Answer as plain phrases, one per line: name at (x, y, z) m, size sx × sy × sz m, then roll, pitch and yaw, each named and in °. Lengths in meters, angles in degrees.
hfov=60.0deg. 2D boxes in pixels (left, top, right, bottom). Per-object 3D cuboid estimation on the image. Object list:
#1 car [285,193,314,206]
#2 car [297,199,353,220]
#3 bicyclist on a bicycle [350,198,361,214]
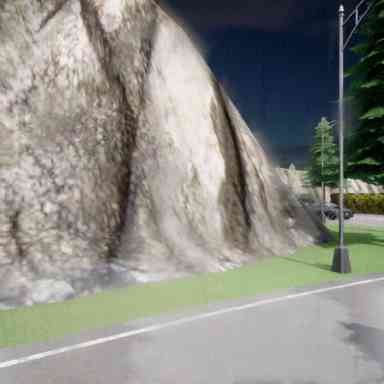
car at (18.071, 1.206, 55.608) m, size 5.566 × 2.045 × 2.150 m, roll 0°, pitch 0°, yaw -31°
car at (11.298, 1.564, 27.960) m, size 1.994 × 1.385 × 4.181 m, roll 0°, pitch 0°, yaw -27°
bicyclist on a bicycle at (16.381, 1.453, 33.343) m, size 1.656 × 1.620 × 0.582 m, roll 0°, pitch 0°, yaw -28°
